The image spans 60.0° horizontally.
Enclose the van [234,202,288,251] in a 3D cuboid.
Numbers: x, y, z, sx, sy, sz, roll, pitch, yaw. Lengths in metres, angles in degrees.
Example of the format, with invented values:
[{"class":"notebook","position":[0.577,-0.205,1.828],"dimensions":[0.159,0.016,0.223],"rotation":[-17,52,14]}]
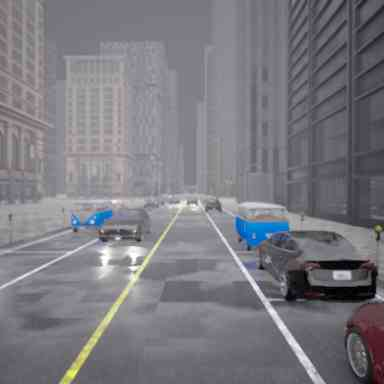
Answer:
[{"class":"van","position":[2.774,1.351,13.848],"dimensions":[1.690,1.788,3.998],"rotation":[0,0,0]}]

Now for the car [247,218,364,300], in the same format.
[{"class":"car","position":[2.768,1.572,8.207],"dimensions":[1.947,1.339,4.313],"rotation":[0,0,0]}]

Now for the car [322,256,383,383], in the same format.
[{"class":"car","position":[2.762,1.584,2.567],"dimensions":[1.802,1.307,4.206],"rotation":[0,0,0]}]

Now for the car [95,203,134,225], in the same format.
[{"class":"car","position":[-5.737,1.563,25.137],"dimensions":[1.887,1.381,4.507],"rotation":[0,0,0]}]

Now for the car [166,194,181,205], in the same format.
[{"class":"car","position":[-2.992,1.537,57.771],"dimensions":[1.837,1.490,4.892],"rotation":[0,0,1]}]

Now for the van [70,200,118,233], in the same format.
[{"class":"van","position":[-5.745,1.355,19.496],"dimensions":[1.690,1.788,3.998],"rotation":[0,0,0]}]

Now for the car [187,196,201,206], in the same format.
[{"class":"car","position":[0.064,1.524,56.425],"dimensions":[2.128,1.511,4.902],"rotation":[0,0,0]}]

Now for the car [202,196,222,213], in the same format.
[{"class":"car","position":[2.398,1.531,38.147],"dimensions":[1.837,1.490,4.892],"rotation":[0,0,0]}]

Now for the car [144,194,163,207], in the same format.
[{"class":"car","position":[-5.712,1.471,47.700],"dimensions":[1.967,1.590,4.097],"rotation":[0,0,0]}]

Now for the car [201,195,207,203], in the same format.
[{"class":"car","position":[2.821,1.598,53.332],"dimensions":[1.947,1.339,4.313],"rotation":[0,0,0]}]

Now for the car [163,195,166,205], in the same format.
[{"class":"car","position":[-5.698,1.599,58.982],"dimensions":[1.947,1.339,4.313],"rotation":[0,0,0]}]

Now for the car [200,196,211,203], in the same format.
[{"class":"car","position":[2.841,1.583,70.255],"dimensions":[2.008,1.369,4.403],"rotation":[0,0,0]}]

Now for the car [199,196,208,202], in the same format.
[{"class":"car","position":[2.854,1.580,81.537],"dimensions":[2.008,1.369,4.403],"rotation":[0,0,0]}]

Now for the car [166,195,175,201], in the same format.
[{"class":"car","position":[-5.665,1.578,87.187],"dimensions":[2.008,1.369,4.403],"rotation":[0,0,0]}]

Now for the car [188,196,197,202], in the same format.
[{"class":"car","position":[0.083,1.489,72.677],"dimensions":[1.895,1.301,4.718],"rotation":[0,0,0]}]

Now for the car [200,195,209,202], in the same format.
[{"class":"car","position":[2.847,1.471,75.896],"dimensions":[1.967,1.590,4.097],"rotation":[0,0,0]}]

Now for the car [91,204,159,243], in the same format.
[{"class":"car","position":[-3.084,1.560,16.503],"dimensions":[2.033,1.411,5.357],"rotation":[0,0,0]}]
